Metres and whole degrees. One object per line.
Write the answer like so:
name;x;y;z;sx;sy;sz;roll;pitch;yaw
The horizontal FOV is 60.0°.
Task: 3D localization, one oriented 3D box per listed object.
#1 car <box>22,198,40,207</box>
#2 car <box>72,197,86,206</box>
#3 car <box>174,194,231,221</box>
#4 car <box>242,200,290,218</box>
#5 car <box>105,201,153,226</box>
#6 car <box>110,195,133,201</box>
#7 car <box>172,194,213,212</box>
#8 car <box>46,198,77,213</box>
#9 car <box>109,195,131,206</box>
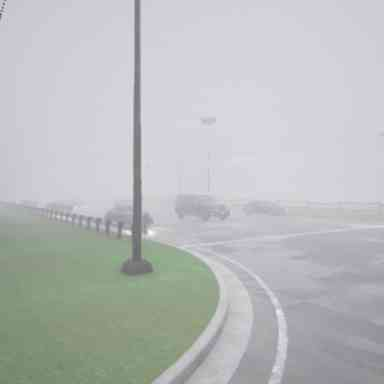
car;-25.024;1.626;51.571;1.895;1.301;4.718;0;0;-36
car;-19.319;1.561;55.625;1.812;1.442;4.674;0;0;-36
car;0.761;1.248;27.707;2.150;2.045;5.566;0;0;-36
car;6.878;1.528;31.196;2.128;1.511;4.902;0;0;-36
car;-4.400;1.580;22.899;1.994;1.385;4.181;0;0;-36
car;-7.547;1.505;39.194;1.882;1.535;5.008;0;0;-36
car;-0.025;1.255;40.753;2.150;2.045;5.566;0;0;-35
car;-14.831;1.617;37.321;1.895;1.301;4.718;0;0;-36
car;-12.606;1.389;58.254;2.097;1.767;4.553;0;0;-35
